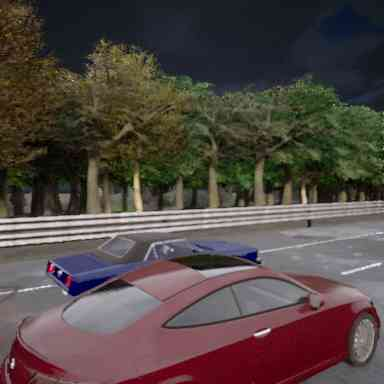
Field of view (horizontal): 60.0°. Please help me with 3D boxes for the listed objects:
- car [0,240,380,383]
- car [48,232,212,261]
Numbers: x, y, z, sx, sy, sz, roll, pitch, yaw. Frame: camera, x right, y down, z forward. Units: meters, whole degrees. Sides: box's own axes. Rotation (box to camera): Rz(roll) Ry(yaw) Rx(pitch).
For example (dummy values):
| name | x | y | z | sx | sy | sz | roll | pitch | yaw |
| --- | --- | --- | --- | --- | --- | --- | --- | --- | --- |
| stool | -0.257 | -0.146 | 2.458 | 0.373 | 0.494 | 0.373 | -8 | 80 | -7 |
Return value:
| name | x | y | z | sx | sy | sz | roll | pitch | yaw |
| --- | --- | --- | --- | --- | --- | --- | --- | --- | --- |
| car | 0.387 | 1.507 | 4.018 | 4.674 | 1.442 | 1.812 | -1 | 0 | -35 |
| car | -0.624 | 1.576 | 7.598 | 4.718 | 1.301 | 1.895 | -1 | 0 | -36 |
